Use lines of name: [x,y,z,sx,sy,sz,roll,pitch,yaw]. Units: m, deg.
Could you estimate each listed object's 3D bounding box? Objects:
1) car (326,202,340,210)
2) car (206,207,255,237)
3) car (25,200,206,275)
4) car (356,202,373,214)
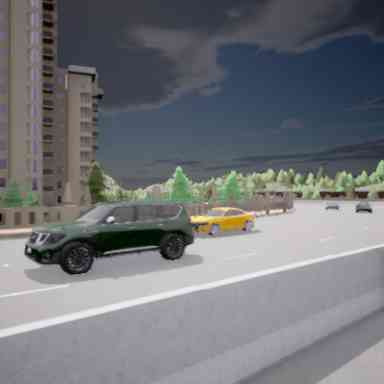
car: [23.126,2.283,54.727,1.895,1.301,4.718,0,-1,18]
car: [1.737,1.648,19.626,1.882,1.535,5.008,0,-1,45]
car: [-2.439,1.303,11.138,5.566,2.045,2.150,1,0,-39]
car: [22.891,2.074,44.254,2.033,1.411,5.357,0,-1,24]
